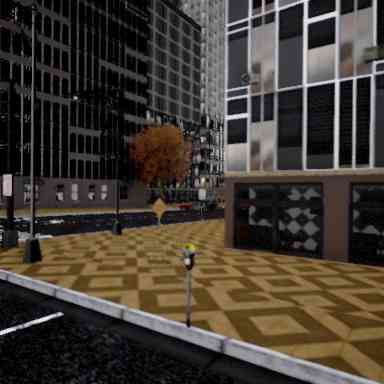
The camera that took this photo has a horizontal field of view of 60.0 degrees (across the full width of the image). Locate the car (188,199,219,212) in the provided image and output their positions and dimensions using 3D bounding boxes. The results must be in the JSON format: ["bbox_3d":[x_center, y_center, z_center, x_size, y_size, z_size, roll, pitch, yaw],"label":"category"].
[{"bbox_3d":[1.868,1.820,46.081,2.097,1.767,4.553,1,-1,33],"label":"car"}]

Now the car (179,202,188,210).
[{"bbox_3d":[-0.013,2.059,49.164,1.895,1.301,4.718,1,-1,33],"label":"car"}]

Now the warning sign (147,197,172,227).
[{"bbox_3d":[-2.173,1.304,22.322,1.300,1.860,1.060,2,1,33],"label":"warning sign"}]
